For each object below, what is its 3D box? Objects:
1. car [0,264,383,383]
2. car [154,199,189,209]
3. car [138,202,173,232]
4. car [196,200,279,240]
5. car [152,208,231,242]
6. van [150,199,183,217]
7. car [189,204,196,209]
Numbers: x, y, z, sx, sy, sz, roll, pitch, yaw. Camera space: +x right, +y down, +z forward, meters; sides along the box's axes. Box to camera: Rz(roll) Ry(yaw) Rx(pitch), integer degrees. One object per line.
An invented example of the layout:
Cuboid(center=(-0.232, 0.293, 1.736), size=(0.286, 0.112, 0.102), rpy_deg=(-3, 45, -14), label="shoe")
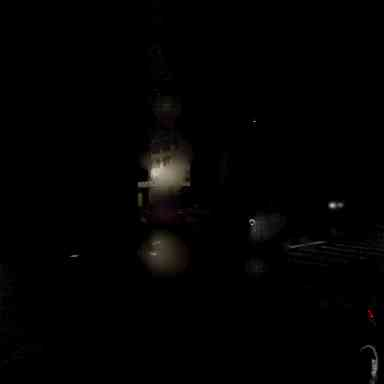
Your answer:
Cuboid(center=(0.168, 1.563, 3.491), size=(4.181, 1.385, 1.994), rpy_deg=(0, 0, -35), label="car")
Cuboid(center=(-2.596, 1.630, 25.648), size=(2.097, 1.767, 4.553), rpy_deg=(0, 0, -35), label="car")
Cuboid(center=(-3.360, 1.705, 22.113), size=(1.967, 1.590, 4.097), rpy_deg=(-1, 0, -35), label="car")
Cuboid(center=(2.568, 1.517, 18.369), size=(2.097, 1.767, 4.553), rpy_deg=(0, 0, -35), label="car")
Cuboid(center=(-0.162, 1.778, 17.630), size=(1.802, 1.307, 4.206), rpy_deg=(-1, 0, -35), label="car")
Cuboid(center=(-2.807, 1.688, 36.025), size=(1.690, 1.788, 3.998), rpy_deg=(-1, 0, -35), label="van")
Cuboid(center=(0.292, 1.804, 31.682), size=(1.752, 1.417, 4.829), rpy_deg=(-1, 0, -35), label="car")
